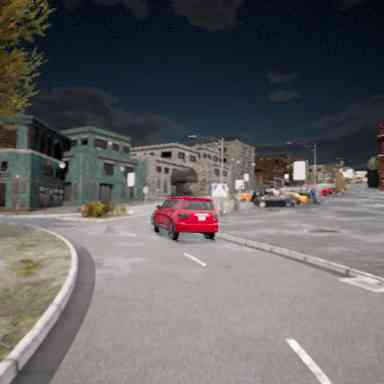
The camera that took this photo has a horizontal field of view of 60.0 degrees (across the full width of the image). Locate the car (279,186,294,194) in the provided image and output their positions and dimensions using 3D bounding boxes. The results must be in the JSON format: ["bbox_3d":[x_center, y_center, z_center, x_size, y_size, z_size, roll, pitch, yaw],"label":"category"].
[{"bbox_3d":[20.807,-0.480,73.281,1.837,1.490,4.892,-1,2,31],"label":"car"}]

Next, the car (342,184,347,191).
[{"bbox_3d":[30.256,-0.632,72.618,5.366,1.575,1.946,-1,2,11],"label":"car"}]

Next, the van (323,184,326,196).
[{"bbox_3d":[18.937,0.051,54.425,4.442,1.987,1.878,-1,2,11],"label":"van"}]

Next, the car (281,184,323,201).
[{"bbox_3d":[15.877,0.282,49.196,5.566,2.045,2.435,-1,2,11],"label":"car"}]

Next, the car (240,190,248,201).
[{"bbox_3d":[9.242,0.494,53.832,2.097,1.767,4.553,-1,2,28],"label":"car"}]

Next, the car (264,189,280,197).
[{"bbox_3d":[15.610,0.138,64.672,1.812,1.442,4.674,-1,2,31],"label":"car"}]

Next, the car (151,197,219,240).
[{"bbox_3d":[-0.509,1.293,17.356,2.150,2.045,5.566,3,-1,-21],"label":"car"}]

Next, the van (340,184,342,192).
[{"bbox_3d":[28.377,-0.721,70.054,4.442,1.987,1.878,-1,2,11],"label":"van"}]

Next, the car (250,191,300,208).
[{"bbox_3d":[9.612,1.048,38.794,4.892,1.521,2.231,-1,2,11],"label":"car"}]

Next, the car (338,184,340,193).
[{"bbox_3d":[26.891,-0.494,67.445,4.553,1.767,2.185,-1,2,11],"label":"car"}]

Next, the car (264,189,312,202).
[{"bbox_3d":[12.582,0.789,44.030,5.366,1.575,1.946,-1,2,11],"label":"car"}]

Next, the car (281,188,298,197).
[{"bbox_3d":[18.606,0.073,63.347,1.812,1.442,4.674,-1,2,31],"label":"car"}]

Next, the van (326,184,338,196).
[{"bbox_3d":[25.461,-0.467,64.808,4.442,1.987,1.878,-1,2,11],"label":"van"}]

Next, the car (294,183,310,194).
[{"bbox_3d":[23.809,-0.802,71.973,2.150,2.045,5.566,-1,2,31],"label":"car"}]

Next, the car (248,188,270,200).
[{"bbox_3d":[10.897,0.396,50.384,2.150,2.045,5.566,-1,1,30],"label":"car"}]

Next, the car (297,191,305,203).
[{"bbox_3d":[11.194,0.958,41.391,4.674,1.452,2.002,-1,2,11],"label":"car"}]
